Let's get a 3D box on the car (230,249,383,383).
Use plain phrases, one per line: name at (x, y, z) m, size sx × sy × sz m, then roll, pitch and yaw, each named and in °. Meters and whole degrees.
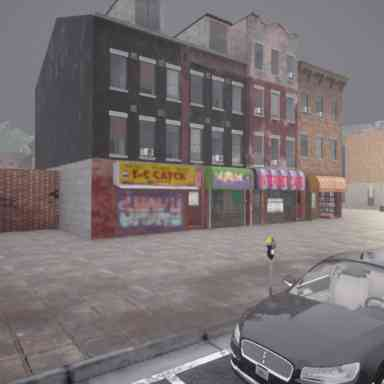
car at (2.474, 1.553, 4.562) m, size 4.403 × 1.369 × 2.008 m, roll 0°, pitch 0°, yaw -35°
